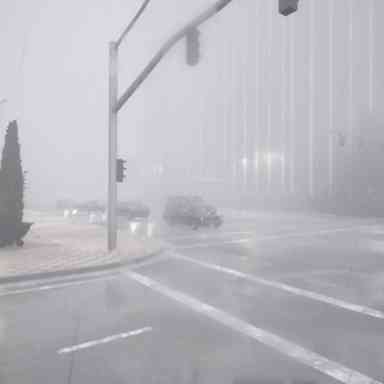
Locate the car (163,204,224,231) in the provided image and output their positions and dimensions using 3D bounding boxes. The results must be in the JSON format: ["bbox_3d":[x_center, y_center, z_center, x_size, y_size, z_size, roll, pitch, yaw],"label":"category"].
[{"bbox_3d":[-0.015,1.681,21.743,1.895,1.301,4.718,0,0,-34],"label":"car"}]

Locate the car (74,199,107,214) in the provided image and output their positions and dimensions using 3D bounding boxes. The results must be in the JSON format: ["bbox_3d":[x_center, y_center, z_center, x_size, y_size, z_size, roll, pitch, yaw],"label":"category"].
[{"bbox_3d":[-11.370,1.681,37.585,1.895,1.301,4.718,0,0,-36],"label":"car"}]

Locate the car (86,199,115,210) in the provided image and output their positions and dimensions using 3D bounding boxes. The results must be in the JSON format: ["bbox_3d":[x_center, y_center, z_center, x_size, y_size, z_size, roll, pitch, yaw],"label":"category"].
[{"bbox_3d":[-12.445,1.650,45.087,2.033,1.411,5.357,0,0,-36],"label":"car"}]

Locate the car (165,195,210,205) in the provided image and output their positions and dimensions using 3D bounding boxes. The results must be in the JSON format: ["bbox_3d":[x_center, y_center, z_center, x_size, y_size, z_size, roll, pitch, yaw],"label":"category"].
[{"bbox_3d":[-0.254,1.325,28.157,2.150,2.045,5.566,0,0,-35],"label":"car"}]

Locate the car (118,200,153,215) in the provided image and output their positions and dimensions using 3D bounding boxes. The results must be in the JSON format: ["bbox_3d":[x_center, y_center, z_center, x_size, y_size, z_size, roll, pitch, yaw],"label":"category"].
[{"bbox_3d":[-6.261,1.629,36.496,1.812,1.442,4.674,0,0,-36],"label":"car"}]

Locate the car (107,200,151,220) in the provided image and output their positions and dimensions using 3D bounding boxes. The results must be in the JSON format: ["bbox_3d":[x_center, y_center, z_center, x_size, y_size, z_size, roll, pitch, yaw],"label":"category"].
[{"bbox_3d":[-5.462,1.558,29.389,1.882,1.535,5.008,0,0,-36],"label":"car"}]

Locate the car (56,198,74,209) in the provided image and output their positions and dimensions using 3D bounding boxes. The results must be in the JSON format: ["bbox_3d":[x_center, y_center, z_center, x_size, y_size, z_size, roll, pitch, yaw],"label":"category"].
[{"bbox_3d":[-17.441,1.572,46.070,2.128,1.511,4.902,0,0,-35],"label":"car"}]
